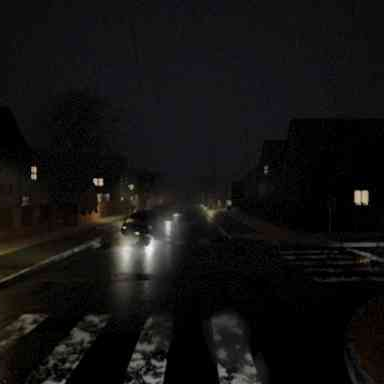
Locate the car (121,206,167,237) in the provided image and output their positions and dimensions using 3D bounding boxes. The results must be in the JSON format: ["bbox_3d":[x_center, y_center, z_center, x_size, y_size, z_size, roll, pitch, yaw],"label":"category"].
[{"bbox_3d":[-2.855,1.790,19.882,2.033,1.411,5.357,0,-1,0],"label":"car"}]

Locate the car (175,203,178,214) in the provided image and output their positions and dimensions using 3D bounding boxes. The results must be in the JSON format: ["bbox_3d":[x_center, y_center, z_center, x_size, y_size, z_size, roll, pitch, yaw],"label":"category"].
[{"bbox_3d":[-2.850,2.055,44.072,1.882,1.535,5.008,0,-1,0],"label":"car"}]

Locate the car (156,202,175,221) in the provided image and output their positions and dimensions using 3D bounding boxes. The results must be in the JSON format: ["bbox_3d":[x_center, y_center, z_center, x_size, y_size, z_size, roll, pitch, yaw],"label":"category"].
[{"bbox_3d":[-2.856,1.919,31.749,1.812,1.442,4.674,0,-1,0],"label":"car"}]
